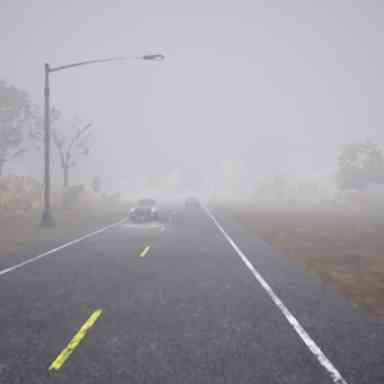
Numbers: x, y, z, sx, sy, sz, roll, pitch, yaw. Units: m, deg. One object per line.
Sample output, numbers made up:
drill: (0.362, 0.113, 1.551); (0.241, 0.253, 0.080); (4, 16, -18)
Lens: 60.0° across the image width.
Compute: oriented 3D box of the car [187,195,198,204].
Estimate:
car: (0.098, 1.342, 62.964); (1.837, 1.490, 4.892); (0, 0, 0)

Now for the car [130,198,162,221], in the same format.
car: (-3.597, 1.297, 26.547); (2.097, 1.767, 4.553); (0, 0, 0)

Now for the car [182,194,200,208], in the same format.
car: (0.098, 1.390, 44.825); (2.128, 1.511, 4.902); (0, 0, 0)
